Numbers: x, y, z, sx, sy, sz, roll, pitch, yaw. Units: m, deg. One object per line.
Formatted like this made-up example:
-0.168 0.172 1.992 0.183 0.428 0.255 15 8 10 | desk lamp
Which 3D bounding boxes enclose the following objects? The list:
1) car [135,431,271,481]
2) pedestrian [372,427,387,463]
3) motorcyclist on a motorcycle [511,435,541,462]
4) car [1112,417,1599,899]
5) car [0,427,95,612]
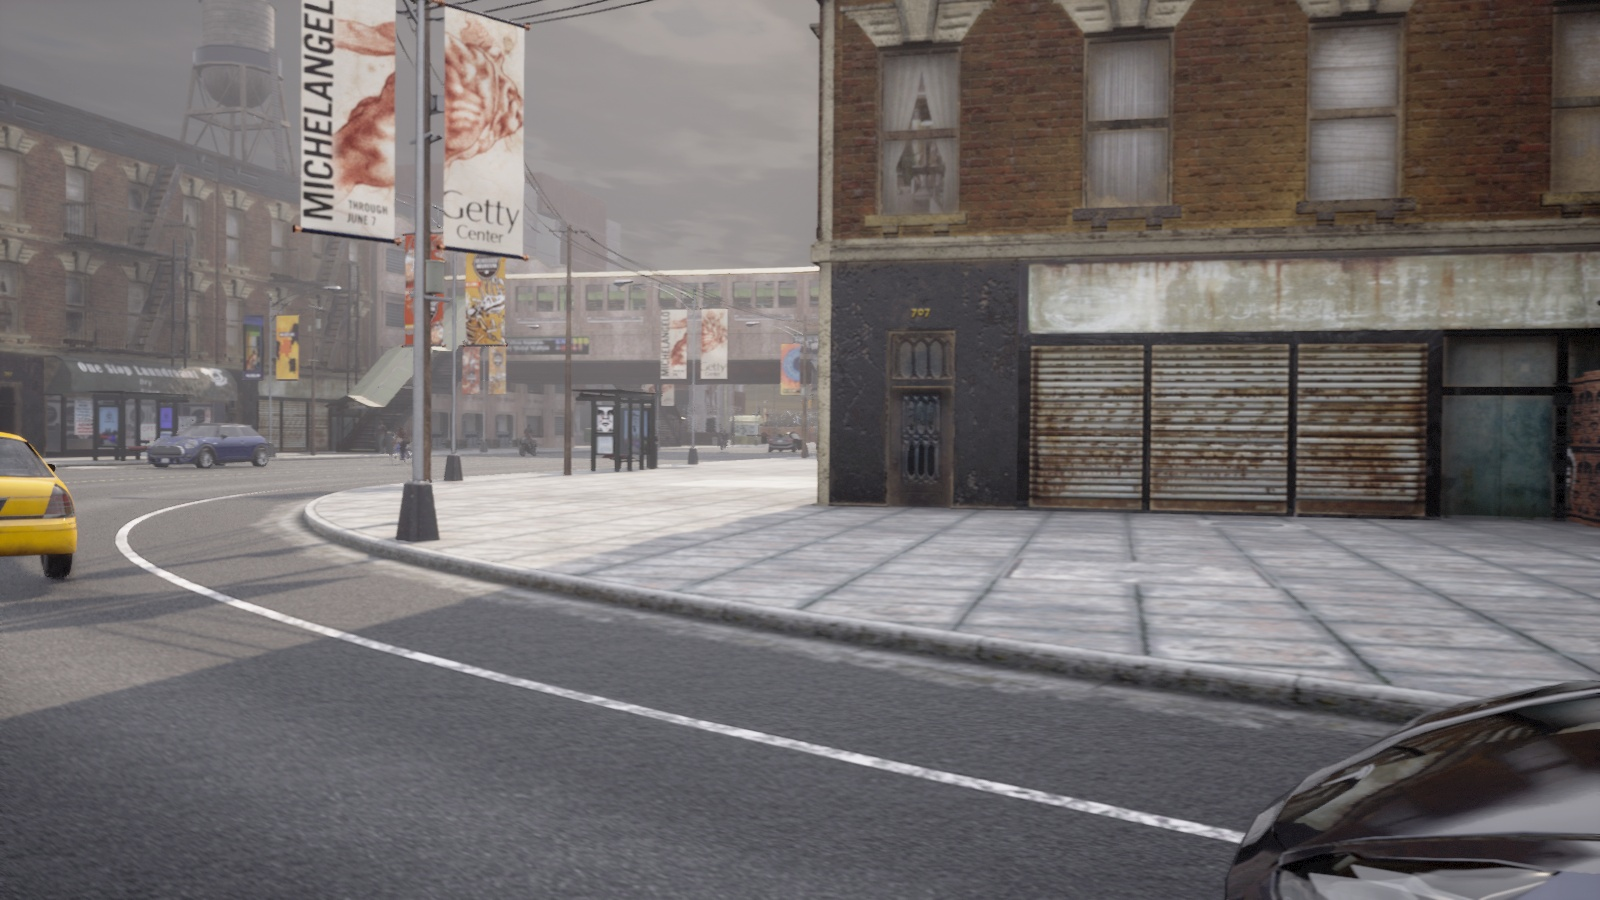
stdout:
-21.979 0.177 46.485 2.097 1.767 4.553 0 1 14 | car
-22.477 -0.287 67.125 0.402 1.930 0.666 0 1 21 | pedestrian
-15.601 -0.078 71.496 0.797 1.523 2.044 0 1 14 | motorcyclist on a motorcycle
3.079 0.685 1.552 4.792 1.488 2.163 0 1 31 | car
-8.546 0.580 12.707 1.801 1.575 5.366 -1 1 -36 | car
